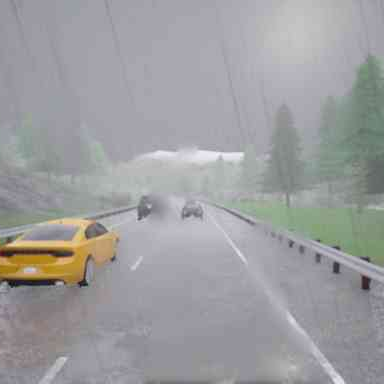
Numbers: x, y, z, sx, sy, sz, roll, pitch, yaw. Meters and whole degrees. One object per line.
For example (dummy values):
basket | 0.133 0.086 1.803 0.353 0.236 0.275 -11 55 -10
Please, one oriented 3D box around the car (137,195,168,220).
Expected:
car | -3.358 1.300 29.168 2.150 2.045 5.566 0 0 1

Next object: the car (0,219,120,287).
car | -3.390 1.503 9.437 1.882 1.535 5.008 0 0 0

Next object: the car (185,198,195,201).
car | -0.349 1.738 60.324 2.033 1.411 5.357 0 0 -2

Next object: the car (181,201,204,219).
car | 0.041 1.710 29.418 1.895 1.301 4.718 0 0 0
